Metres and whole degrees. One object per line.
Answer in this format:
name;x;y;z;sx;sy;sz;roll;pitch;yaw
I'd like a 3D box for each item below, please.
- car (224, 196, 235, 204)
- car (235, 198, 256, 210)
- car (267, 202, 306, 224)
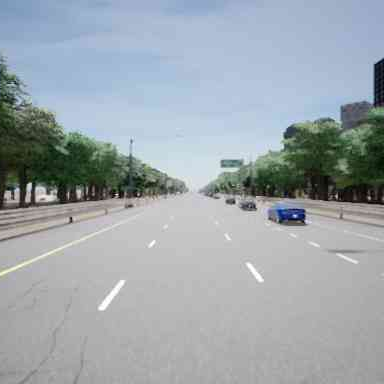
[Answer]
car;7.239;1.567;63.149;1.812;1.442;4.674;0;0;0
car;7.116;1.563;43.006;1.812;1.442;4.674;0;0;0
car;7.044;1.512;25.159;1.882;1.535;5.008;0;0;0
